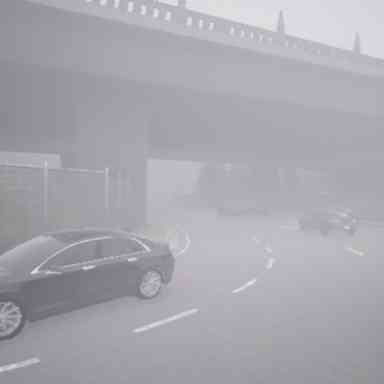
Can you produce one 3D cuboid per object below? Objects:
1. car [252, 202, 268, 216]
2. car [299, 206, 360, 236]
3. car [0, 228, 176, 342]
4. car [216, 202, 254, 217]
[{"bbox_3d":[6.935,1.979,38.647,1.837,1.490,4.892,1,0,-21],"label":"car"},{"bbox_3d":[8.321,1.816,20.640,1.812,1.442,4.674,1,-1,-6],"label":"car"},{"bbox_3d":[-2.476,1.558,6.726,1.837,1.490,4.892,3,1,44],"label":"car"},{"bbox_3d":[4.318,2.024,35.992,1.895,1.301,4.718,1,-1,-22],"label":"car"}]
